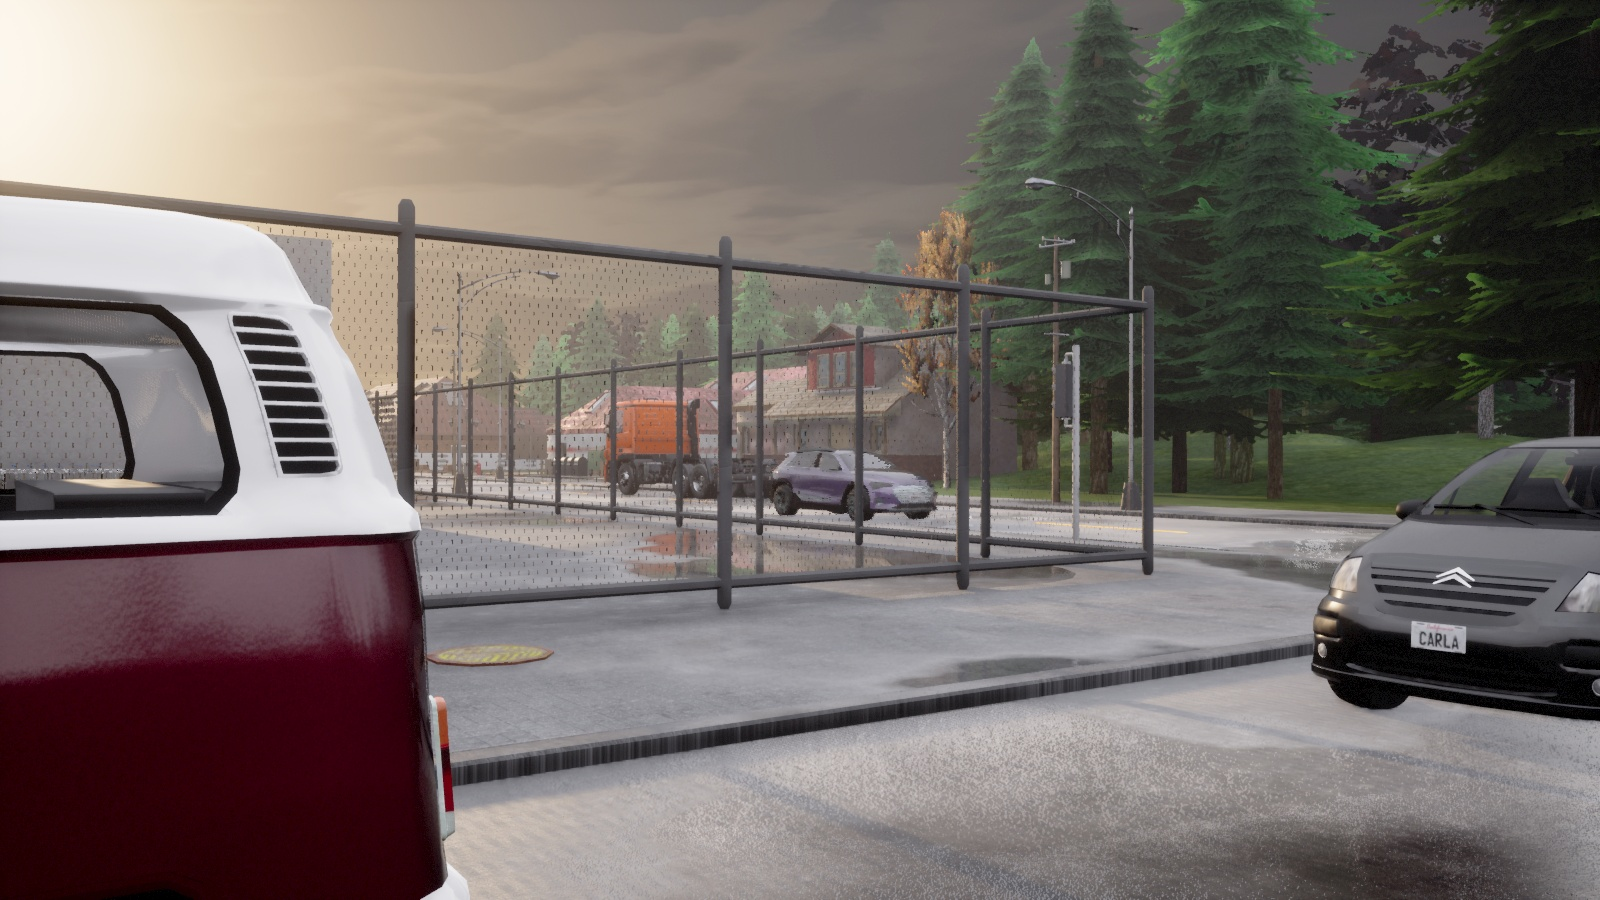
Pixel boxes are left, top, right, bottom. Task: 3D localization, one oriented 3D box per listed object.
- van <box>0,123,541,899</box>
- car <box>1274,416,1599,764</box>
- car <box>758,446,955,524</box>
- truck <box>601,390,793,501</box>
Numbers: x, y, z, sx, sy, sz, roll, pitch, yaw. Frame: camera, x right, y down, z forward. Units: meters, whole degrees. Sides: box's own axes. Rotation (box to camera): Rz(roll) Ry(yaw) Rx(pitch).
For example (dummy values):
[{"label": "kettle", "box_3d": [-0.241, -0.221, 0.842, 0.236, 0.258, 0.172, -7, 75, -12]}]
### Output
[{"label": "van", "box_3d": [-2.974, 0.480, 2.203, 4.480, 2.038, 2.069, 0, 0, -35]}, {"label": "car", "box_3d": [4.842, 0.651, 7.619, 3.988, 1.617, 1.851, 0, 0, -38]}, {"label": "car", "box_3d": [1.192, 0.743, 29.091, 2.033, 1.649, 4.856, 0, 0, -35]}, {"label": "truck", "box_3d": [-3.727, -0.123, 43.236, 2.891, 3.462, 7.936, 0, 0, -36]}]
